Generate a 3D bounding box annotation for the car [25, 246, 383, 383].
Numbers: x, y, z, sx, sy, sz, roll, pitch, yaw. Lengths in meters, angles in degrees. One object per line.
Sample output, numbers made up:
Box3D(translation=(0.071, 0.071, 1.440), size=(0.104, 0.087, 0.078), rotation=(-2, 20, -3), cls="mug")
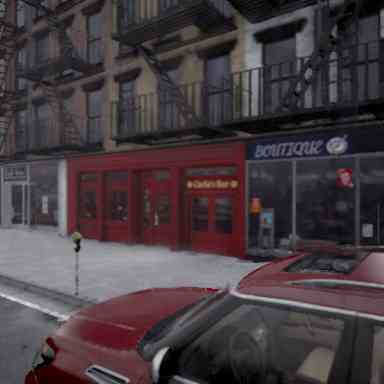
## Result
Box3D(translation=(1.042, 1.315, 2.065), size=(5.009, 1.841, 2.192), rotation=(0, 0, 36), cls="car")
